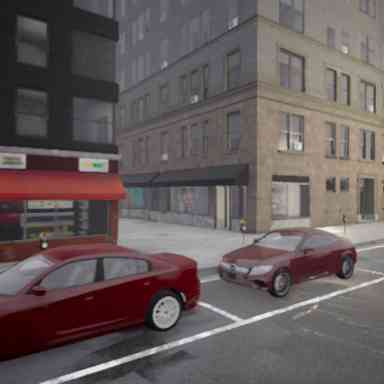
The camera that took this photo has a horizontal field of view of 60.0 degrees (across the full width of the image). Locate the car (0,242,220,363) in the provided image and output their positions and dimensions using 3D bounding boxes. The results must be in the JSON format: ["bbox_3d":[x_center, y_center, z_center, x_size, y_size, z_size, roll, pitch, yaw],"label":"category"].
[{"bbox_3d":[-1.941,1.547,5.262,4.507,1.381,1.887,0,0,-35],"label":"car"}]

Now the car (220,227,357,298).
[{"bbox_3d":[2.579,1.587,8.484,4.206,1.307,1.802,0,0,-35],"label":"car"}]
